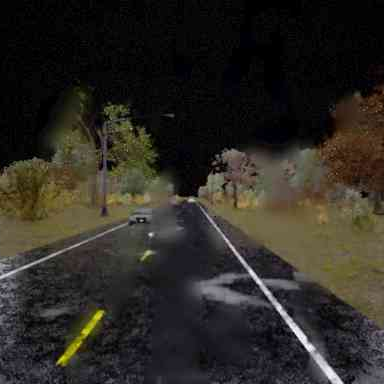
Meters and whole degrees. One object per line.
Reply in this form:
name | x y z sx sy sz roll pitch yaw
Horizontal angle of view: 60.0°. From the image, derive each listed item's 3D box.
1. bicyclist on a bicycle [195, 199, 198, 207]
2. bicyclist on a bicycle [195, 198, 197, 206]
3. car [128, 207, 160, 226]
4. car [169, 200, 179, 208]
bicyclist on a bicycle | 0.936 2.294 70.793 0.866 1.612 1.509 0 -1 0
bicyclist on a bicycle | 0.938 2.345 79.794 0.659 1.776 1.843 0 0 0
car | -3.606 1.863 25.680 1.994 1.385 4.181 0 -1 0
car | -3.524 2.330 66.116 2.033 1.411 5.357 0 -1 0
